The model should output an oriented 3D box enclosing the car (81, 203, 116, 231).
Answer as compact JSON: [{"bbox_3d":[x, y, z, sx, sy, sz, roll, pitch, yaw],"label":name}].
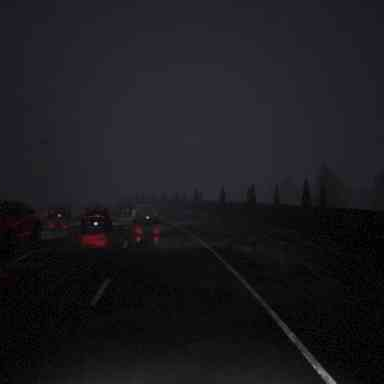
[{"bbox_3d":[-6.165,1.666,21.905,1.837,1.490,4.892,0,-1,-12],"label":"car"}]

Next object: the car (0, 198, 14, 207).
[{"bbox_3d":[-36.156,2.029,64.901,1.837,1.490,4.892,0,0,-21],"label":"car"}]

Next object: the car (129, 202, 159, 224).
[{"bbox_3d":[-3.845,1.718,26.949,1.812,1.442,4.674,0,-1,-14],"label":"car"}]

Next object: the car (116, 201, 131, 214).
[{"bbox_3d":[-8.079,1.795,39.917,1.837,1.490,4.892,0,0,-20],"label":"car"}]

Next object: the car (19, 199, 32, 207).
[{"bbox_3d":[-32.223,2.041,64.381,1.812,1.442,4.674,0,0,-21],"label":"car"}]

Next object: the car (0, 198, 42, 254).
[{"bbox_3d":[-8.184,1.339,14.069,2.150,2.045,5.566,0,0,-9],"label":"car"}]

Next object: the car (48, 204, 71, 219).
[{"bbox_3d":[-12.760,1.852,32.305,1.895,1.301,4.718,0,0,-19],"label":"car"}]
